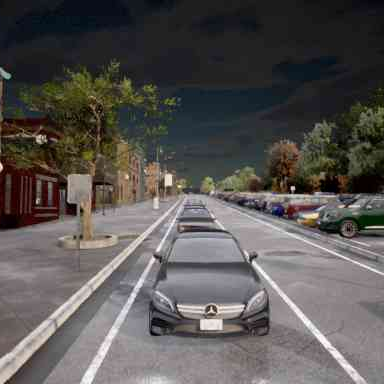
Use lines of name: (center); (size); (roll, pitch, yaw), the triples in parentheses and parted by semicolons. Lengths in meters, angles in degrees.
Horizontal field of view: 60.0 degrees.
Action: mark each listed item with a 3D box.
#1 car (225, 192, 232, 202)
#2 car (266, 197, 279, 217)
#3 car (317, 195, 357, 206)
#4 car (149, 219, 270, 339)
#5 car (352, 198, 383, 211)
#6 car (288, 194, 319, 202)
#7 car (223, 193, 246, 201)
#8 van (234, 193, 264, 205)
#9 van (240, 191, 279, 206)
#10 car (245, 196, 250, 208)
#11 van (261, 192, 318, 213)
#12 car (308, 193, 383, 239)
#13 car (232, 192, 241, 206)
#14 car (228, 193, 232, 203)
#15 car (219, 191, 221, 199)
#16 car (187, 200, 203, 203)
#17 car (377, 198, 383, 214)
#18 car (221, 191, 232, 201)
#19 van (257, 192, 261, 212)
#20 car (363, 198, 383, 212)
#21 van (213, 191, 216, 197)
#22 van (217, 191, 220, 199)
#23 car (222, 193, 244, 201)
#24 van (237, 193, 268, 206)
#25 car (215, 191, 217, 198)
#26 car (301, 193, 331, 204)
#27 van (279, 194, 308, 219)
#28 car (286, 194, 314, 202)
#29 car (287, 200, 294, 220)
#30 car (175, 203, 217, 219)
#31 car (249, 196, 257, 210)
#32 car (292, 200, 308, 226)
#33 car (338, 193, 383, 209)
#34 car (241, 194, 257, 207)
car: (8.980, 1.279, 61.867); (4.674, 1.452, 2.002); (0, 1, 0)
car: (9.205, 1.460, 28.219); (5.008, 1.535, 2.097); (0, 0, 0)
car: (22.321, 1.332, 51.279); (5.366, 1.575, 1.946); (0, 1, 0)
car: (0.255, 1.524, 6.803); (1.812, 1.442, 4.674); (0, 0, 0)
car: (22.238, 1.451, 40.176); (4.792, 1.488, 2.163); (0, 0, 0)
car: (21.856, 1.208, 65.155); (5.366, 1.575, 1.946); (0, 0, 0)
car: (8.895, 1.039, 70.274); (4.553, 1.767, 2.185); (0, 1, 0)
van: (9.156, 1.088, 53.456); (4.442, 1.987, 1.878); (0, 1, 0)
van: (9.213, 1.163, 45.048); (4.442, 1.987, 1.878); (0, 0, 0)
car: (9.132, 1.465, 39.439); (4.674, 1.452, 2.002); (0, 0, 0)
van: (9.075, 1.230, 31.025); (4.442, 1.987, 1.878); (0, 0, 0)
car: (9.258, 1.220, 17.006); (5.566, 2.045, 2.435); (0, 0, 0)
car: (9.050, 1.113, 47.848); (5.566, 2.045, 2.435); (0, 1, 0)
car: (9.014, 1.290, 56.260); (4.892, 1.521, 2.231); (0, 1, 0)
car: (8.917, 0.938, 67.470); (5.566, 2.045, 2.435); (0, 1, 0)
car: (0.230, 1.442, 29.830); (2.128, 1.511, 4.902); (0, 0, 0)
car: (22.432, 1.444, 34.622); (5.366, 1.575, 1.946); (0, 0, 0)
car: (8.936, 0.963, 64.667); (5.566, 2.045, 2.435); (0, 1, 0)
van: (9.289, 1.222, 33.828); (4.442, 1.987, 1.878); (0, 0, 0)
car: (22.199, 1.468, 37.392); (4.792, 1.488, 2.163); (0, 0, 0)
van: (8.677, 0.764, 89.895); (4.442, 1.987, 1.878); (0, 1, 0)
van: (8.753, 0.863, 78.682); (4.442, 1.987, 1.878); (0, 1, 0)
car: (8.876, 1.014, 73.078); (4.553, 1.767, 2.185); (0, 1, 0)
van: (9.175, 1.113, 50.653); (4.442, 1.987, 1.878); (0, 1, 0)
car: (8.845, 1.064, 81.488); (5.008, 1.535, 2.097); (0, 1, 0)
car: (22.109, 1.135, 59.605); (4.553, 1.767, 2.185); (0, 1, 0)
van: (9.346, 1.237, 25.416); (4.442, 1.987, 1.878); (0, 0, 0)
car: (22.028, 1.188, 67.933); (4.892, 1.521, 2.231); (0, 1, 0)
car: (9.251, 1.506, 22.613); (4.674, 1.452, 2.002); (0, 0, 0)
car: (0.199, 1.532, 17.382); (2.033, 1.411, 5.357); (0, 0, 0)
car: (9.183, 1.469, 36.631); (4.792, 1.488, 2.163); (0, 0, 0)
car: (9.082, 1.466, 19.808); (5.366, 1.575, 1.946); (0, 0, 0)
car: (22.162, 1.153, 42.948); (5.566, 2.045, 2.435); (0, 0, 0)
car: (9.122, 1.408, 42.242); (4.892, 1.521, 2.231); (0, 0, 0)
